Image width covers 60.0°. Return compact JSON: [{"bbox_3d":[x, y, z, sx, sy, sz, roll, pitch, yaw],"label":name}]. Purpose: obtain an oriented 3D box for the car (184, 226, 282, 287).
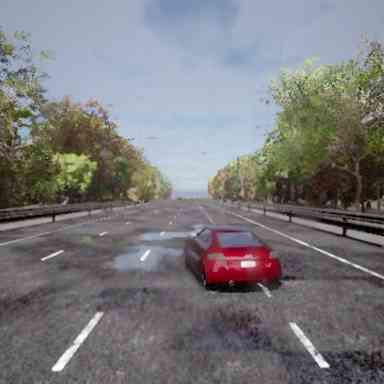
[{"bbox_3d":[0.966,1.674,9.733,1.994,1.385,4.181,0,-1,-10],"label":"car"}]
